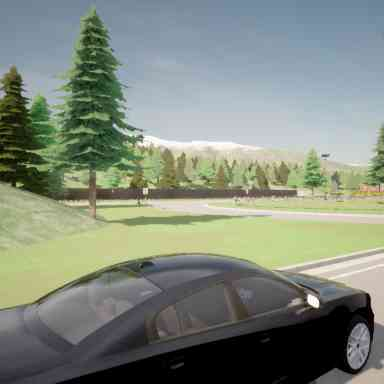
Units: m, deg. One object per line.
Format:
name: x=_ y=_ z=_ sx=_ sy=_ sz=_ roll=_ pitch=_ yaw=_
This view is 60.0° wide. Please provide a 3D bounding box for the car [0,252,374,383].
car: x=0.212 y=1.478 z=3.905 sx=5.008 sy=1.535 sz=1.882 roll=0 pitch=0 yaw=-36
